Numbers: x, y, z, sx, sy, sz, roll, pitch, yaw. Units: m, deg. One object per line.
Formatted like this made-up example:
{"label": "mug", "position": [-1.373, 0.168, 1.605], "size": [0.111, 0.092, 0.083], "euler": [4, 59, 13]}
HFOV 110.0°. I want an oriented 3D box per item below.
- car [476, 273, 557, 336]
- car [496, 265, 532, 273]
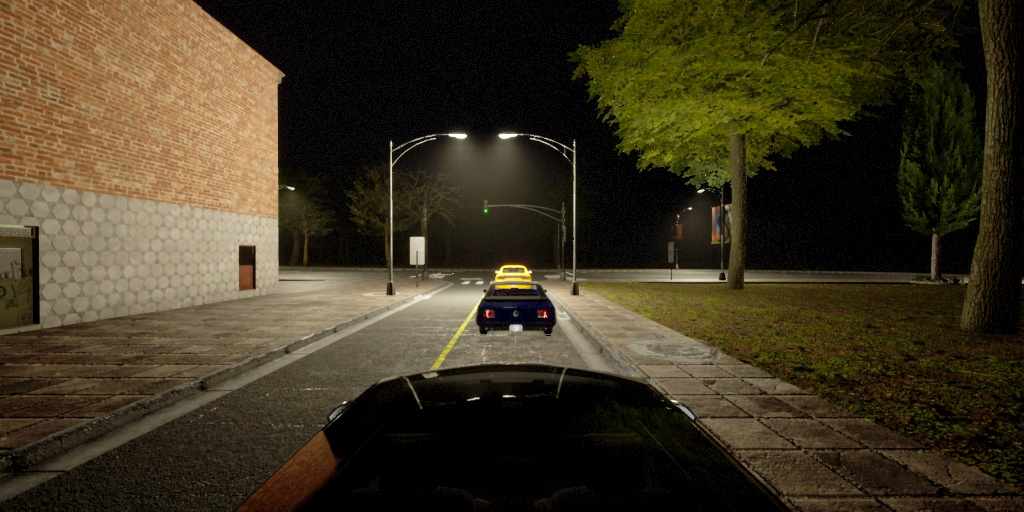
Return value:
{"label": "car", "position": [0.093, 1.357, 10.417], "size": [1.895, 1.301, 4.718], "euler": [0, 0, 0]}
{"label": "car", "position": [0.091, 1.258, 20.102], "size": [1.882, 1.535, 5.008], "euler": [0, 0, 0]}
